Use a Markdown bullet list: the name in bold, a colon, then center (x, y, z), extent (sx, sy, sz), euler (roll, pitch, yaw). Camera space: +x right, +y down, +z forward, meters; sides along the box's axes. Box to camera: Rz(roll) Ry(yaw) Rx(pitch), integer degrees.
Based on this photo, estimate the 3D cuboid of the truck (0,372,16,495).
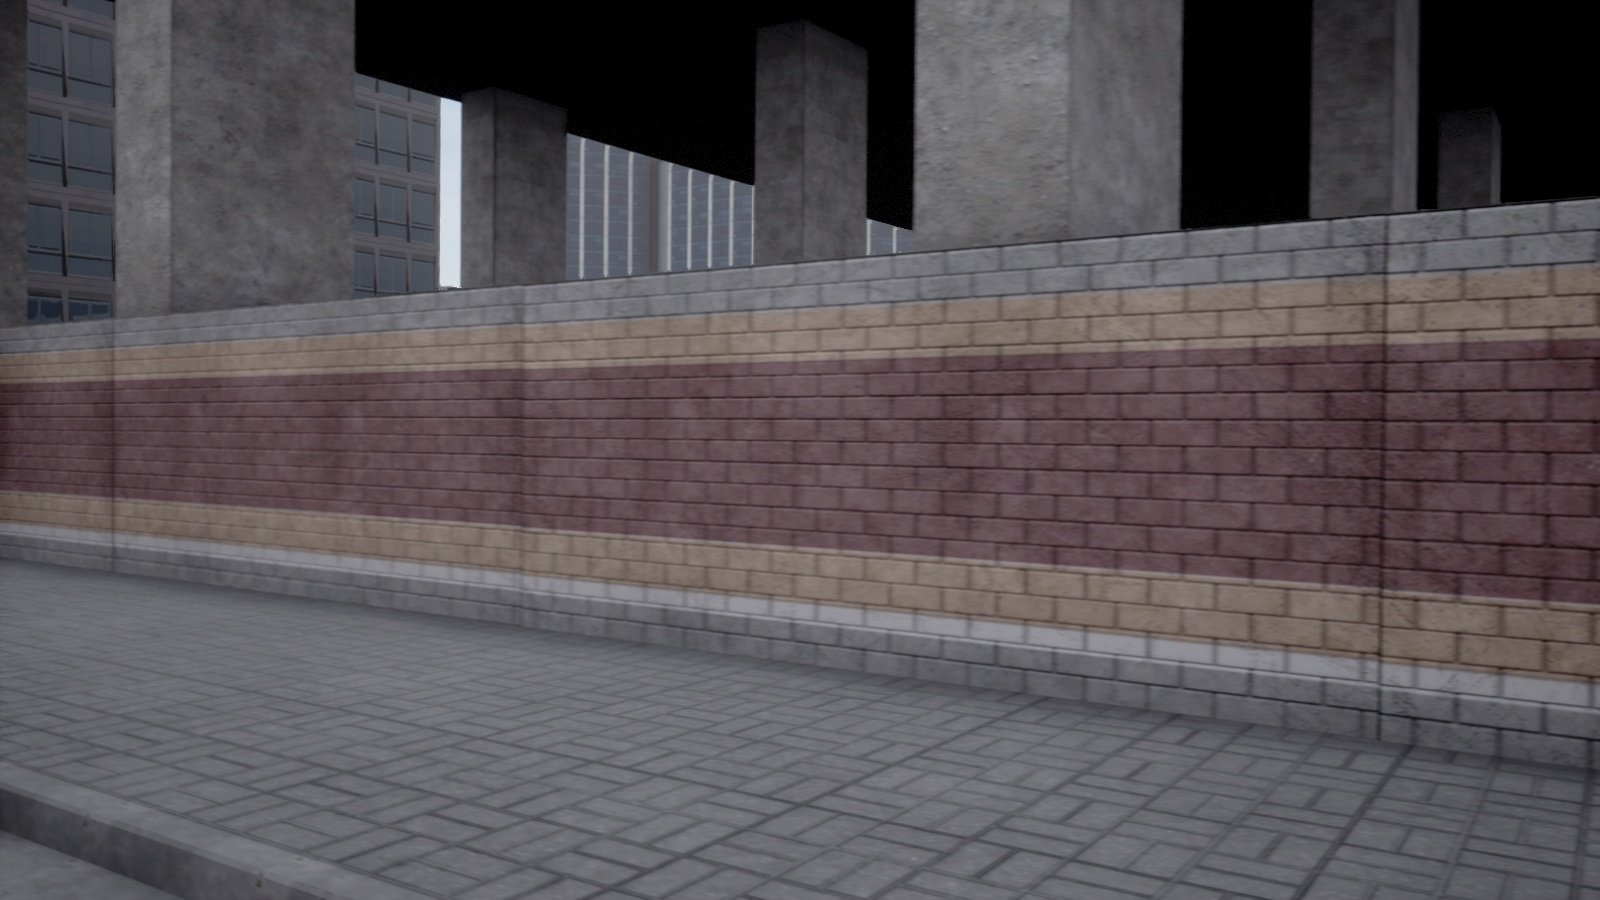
- **truck**: center (-25.747, -0.415, 33.232), extent (2.891, 3.462, 7.936), euler (0, 1, 34)
